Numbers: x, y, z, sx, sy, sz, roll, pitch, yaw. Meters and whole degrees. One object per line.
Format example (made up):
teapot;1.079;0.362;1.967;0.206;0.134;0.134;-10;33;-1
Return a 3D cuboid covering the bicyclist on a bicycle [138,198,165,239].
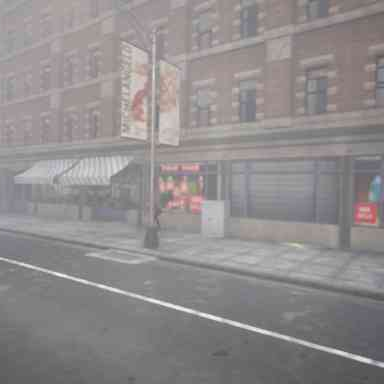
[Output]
bicyclist on a bicycle;-1.632;1.078;13.766;0.582;1.620;1.656;2;1;35
